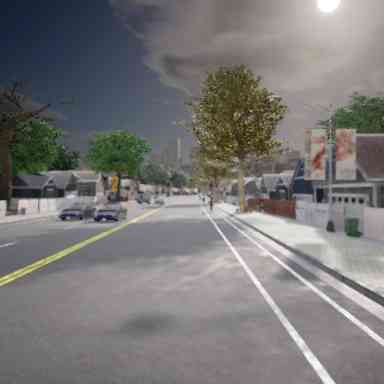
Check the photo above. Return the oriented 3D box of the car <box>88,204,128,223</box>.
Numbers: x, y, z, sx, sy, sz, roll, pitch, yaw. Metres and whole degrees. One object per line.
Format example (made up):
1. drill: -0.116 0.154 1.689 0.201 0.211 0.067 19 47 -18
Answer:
1. car: -6.559 1.683 27.474 2.033 1.411 5.357 0 0 0

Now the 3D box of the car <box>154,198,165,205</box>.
1. car: -6.406 1.845 65.729 1.812 1.442 4.674 0 0 0

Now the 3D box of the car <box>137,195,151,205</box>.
1. car: -9.650 1.554 67.517 2.150 2.045 5.566 0 0 0

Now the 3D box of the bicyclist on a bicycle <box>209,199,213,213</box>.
1. bicyclist on a bicycle: 2.311 1.659 39.826 0.582 1.620 1.656 0 1 0

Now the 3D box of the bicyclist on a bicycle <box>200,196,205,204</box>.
1. bicyclist on a bicycle: 2.350 1.714 65.875 0.659 1.776 1.843 0 1 0

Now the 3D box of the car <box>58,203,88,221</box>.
1. car: -9.805 1.691 29.064 2.033 1.411 5.357 0 0 0
